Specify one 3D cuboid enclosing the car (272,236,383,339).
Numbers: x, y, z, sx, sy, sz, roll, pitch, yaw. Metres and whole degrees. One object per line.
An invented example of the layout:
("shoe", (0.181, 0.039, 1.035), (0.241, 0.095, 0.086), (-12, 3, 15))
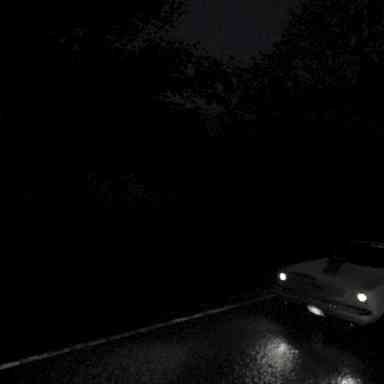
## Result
("car", (3.809, 1.626, 6.678), (4.718, 1.301, 1.895), (0, 0, -35))
